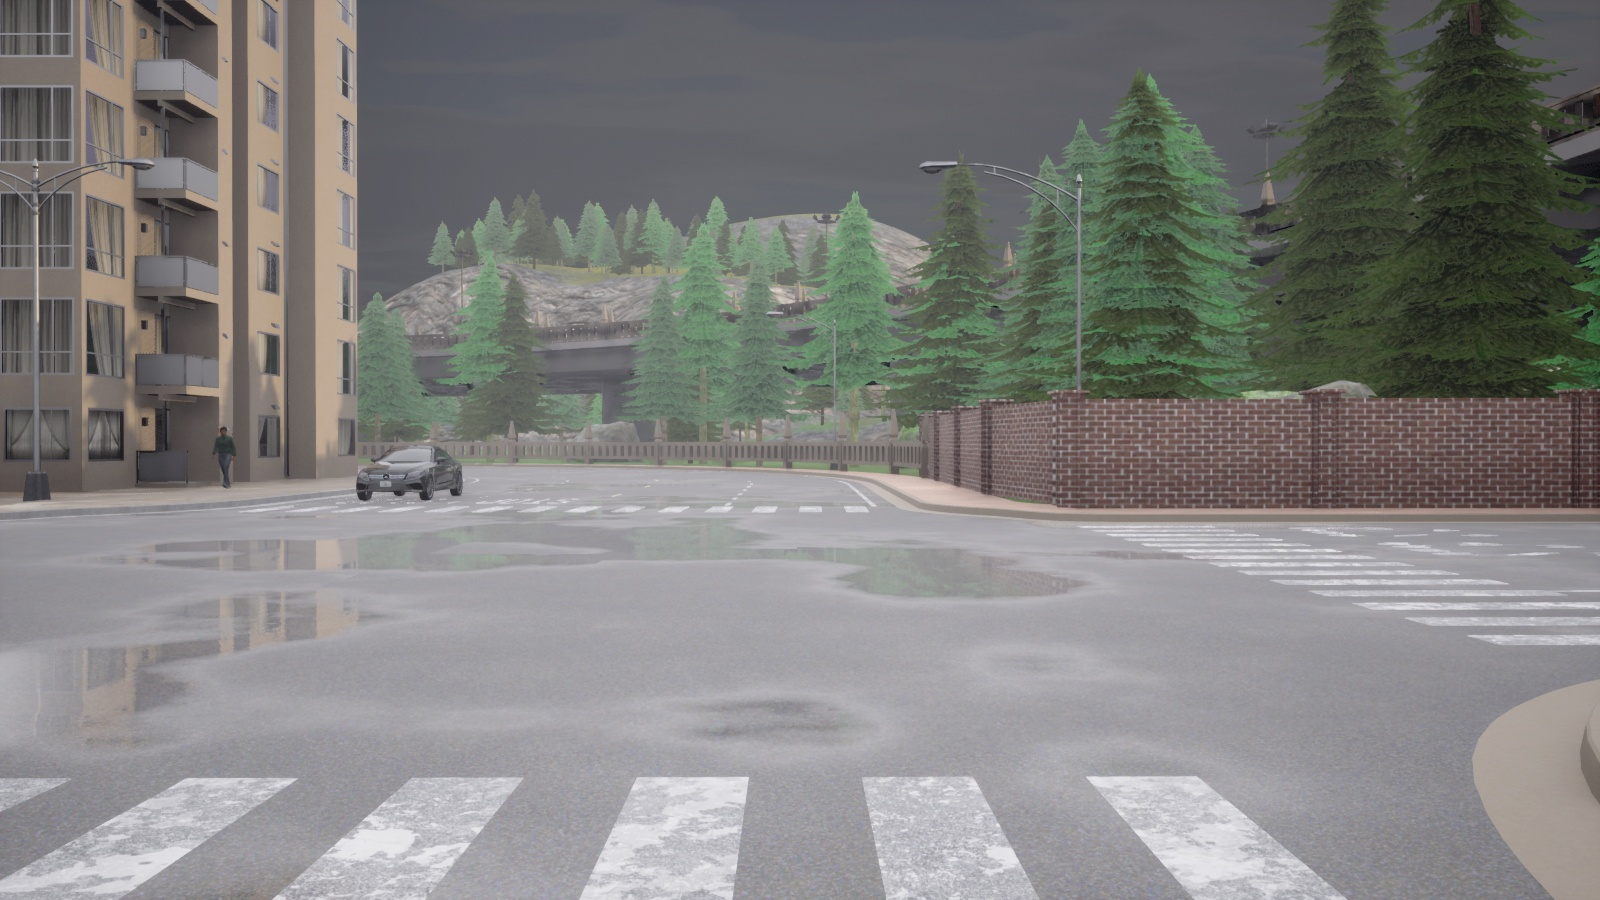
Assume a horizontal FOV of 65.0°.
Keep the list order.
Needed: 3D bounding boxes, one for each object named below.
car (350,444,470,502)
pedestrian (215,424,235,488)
[{"bbox_3d":[-10.497,0.571,34.132,1.812,1.442,4.674,0,0,0],"label":"car"},{"bbox_3d":[-16.679,0.181,36.442,0.353,1.847,0.614,0,0,-5],"label":"pedestrian"}]
